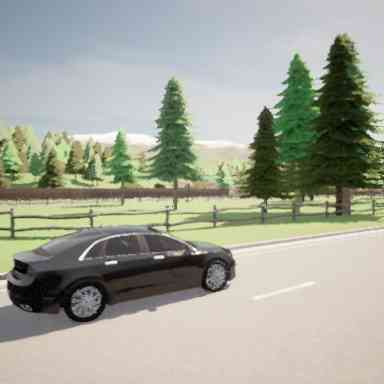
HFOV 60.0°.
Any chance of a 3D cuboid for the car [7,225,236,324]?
[{"bbox_3d":[-1.190,1.492,7.197,4.892,1.490,1.837,0,0,-36],"label":"car"}]
